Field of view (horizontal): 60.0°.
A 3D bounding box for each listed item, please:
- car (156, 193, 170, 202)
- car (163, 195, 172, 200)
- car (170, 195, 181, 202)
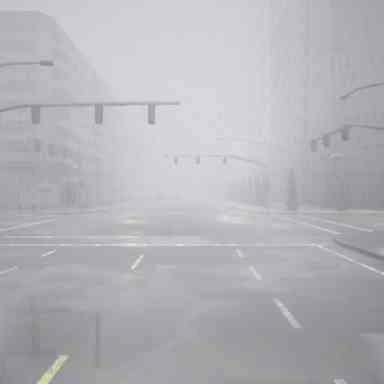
[{"bbox_3d":[-6.995,1.144,76.651,2.150,2.045,5.566,0,0,1],"label":"car"},{"bbox_3d":[-6.788,1.549,93.192,1.994,1.385,4.181,0,0,1],"label":"car"},{"bbox_3d":[-3.494,1.418,76.637,1.837,1.490,4.892,0,0,1],"label":"car"}]
